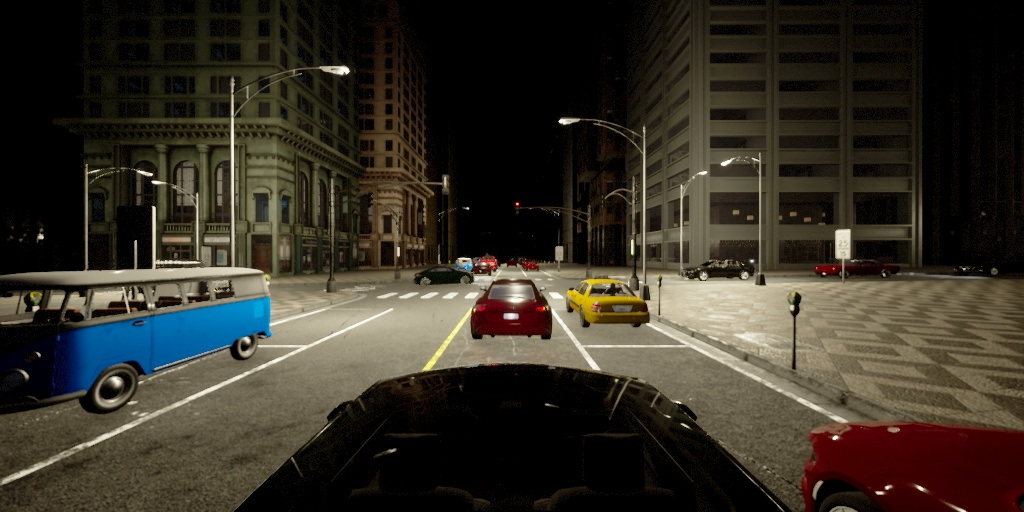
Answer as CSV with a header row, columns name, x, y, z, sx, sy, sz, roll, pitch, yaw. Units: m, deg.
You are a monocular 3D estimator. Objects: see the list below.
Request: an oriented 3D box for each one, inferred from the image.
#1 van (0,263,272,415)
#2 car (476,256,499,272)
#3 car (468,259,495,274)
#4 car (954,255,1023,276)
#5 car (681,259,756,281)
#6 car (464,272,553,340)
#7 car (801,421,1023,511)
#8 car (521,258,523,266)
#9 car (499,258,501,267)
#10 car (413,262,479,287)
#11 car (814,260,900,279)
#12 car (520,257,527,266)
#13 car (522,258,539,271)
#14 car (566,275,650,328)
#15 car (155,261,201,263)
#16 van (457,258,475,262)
name,x,y,z,sx,sy,sz,roll,pitch,yaw
van,-5.767,1.094,5.690,1.690,1.789,3.998,0,0,0
car,-3.164,1.029,47.408,2.150,2.045,5.566,0,0,-1
car,-3.140,1.356,37.781,1.994,1.385,4.181,0,0,1
car,35.129,0.662,25.914,4.892,1.490,1.837,-1,0,0
car,14.878,0.996,25.972,4.892,1.490,1.837,-1,0,0
car,0.022,1.322,10.037,1.994,1.385,4.181,0,0,1
car,2.765,1.294,0.520,1.888,1.381,4.507,0,0,0
car,2.704,1.365,54.718,1.888,1.381,4.507,0,0,0
car,-3.162,1.425,57.215,1.895,1.301,4.718,0,0,0
car,-4.795,1.391,25.161,4.181,1.385,1.994,-1,0,-22
car,24.798,0.926,25.947,4.718,1.301,1.895,-1,0,0
car,2.695,1.375,60.243,1.888,1.381,4.507,0,0,0
car,2.713,1.355,49.192,1.888,1.381,4.507,0,0,0
car,2.756,1.284,11.270,1.751,1.417,4.829,0,0,0
car,-20.948,1.333,22.850,5.566,2.045,2.150,-1,0,0
van,-5.835,1.142,43.673,1.690,1.789,3.998,0,0,0
